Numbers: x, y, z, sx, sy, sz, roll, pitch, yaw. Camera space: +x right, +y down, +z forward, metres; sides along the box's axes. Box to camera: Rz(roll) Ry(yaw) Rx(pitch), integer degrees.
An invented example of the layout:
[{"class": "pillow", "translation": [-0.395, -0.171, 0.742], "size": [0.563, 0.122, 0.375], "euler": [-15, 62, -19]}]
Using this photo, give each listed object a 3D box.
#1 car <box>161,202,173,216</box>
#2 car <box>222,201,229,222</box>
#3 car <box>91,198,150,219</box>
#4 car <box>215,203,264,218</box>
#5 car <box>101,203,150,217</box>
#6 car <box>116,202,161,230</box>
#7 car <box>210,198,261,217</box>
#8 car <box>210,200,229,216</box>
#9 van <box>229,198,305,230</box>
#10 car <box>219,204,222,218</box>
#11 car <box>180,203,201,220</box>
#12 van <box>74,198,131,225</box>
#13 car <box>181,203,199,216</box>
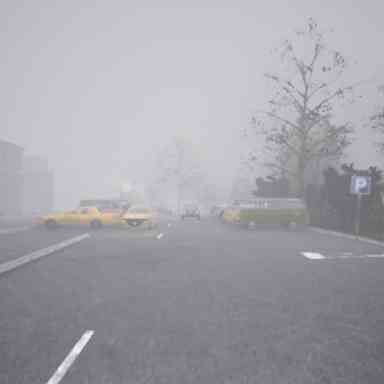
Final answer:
[{"class": "car", "translation": [-3.444, 1.972, 40.033], "size": [2.097, 1.767, 4.553], "euler": [0, -2, 0]}, {"class": "car", "translation": [5.181, 1.675, 24.306], "size": [5.366, 1.575, 1.946], "euler": [0, -1, 0]}, {"class": "car", "translation": [-7.291, 1.662, 34.260], "size": [5.566, 2.045, 2.435], "euler": [0, -1, 0]}, {"class": "car", "translation": [4.933, 1.948, 35.472], "size": [4.892, 1.521, 2.231], "euler": [0, -2, 0]}, {"class": "car", "translation": [-7.340, 2.002, 37.168], "size": [5.008, 1.535, 2.097], "euler": [0, -2, 0]}, {"class": "car", "translation": [-3.435, 1.644, 22.402], "size": [1.882, 1.535, 5.008], "euler": [0, -1, 0]}, {"class": "car", "translation": [4.887, 1.777, 38.147], "size": [5.566, 2.045, 2.435], "euler": [0, -2, 0]}, {"class": "car", "translation": [4.934, 1.615, 32.688], "size": [5.566, 2.045, 2.435], "euler": [0, -2, 0]}, {"class": "van", "translation": [4.891, 1.404, 21.515], "size": [4.442, 1.987, 1.878], "euler": [0, -1, 0]}, {"class": "car", "translation": [5.171, 1.728, 26.967], "size": [5.366, 1.575, 1.946], "euler": [0, -1, 0]}, {"class": "car", "translation": [-0.124, 1.909, 31.579], "size": [2.033, 1.411, 5.357], "euler": [0, -1, 0]}, {"class": "van", "translation": [-7.171, 1.534, 28.069], "size": [4.442, 1.987, 1.878], "euler": [0, -1, 0]}, {"class": "car", "translation": [-0.180, 2.165, 41.980], "size": [2.128, 1.511, 4.902], "euler": [0, -2, 3]}]
